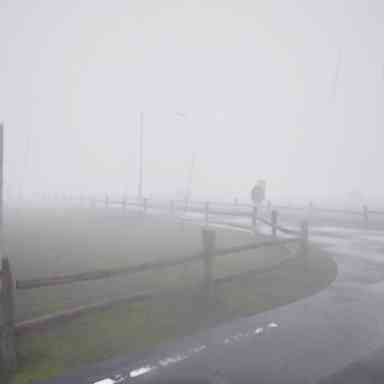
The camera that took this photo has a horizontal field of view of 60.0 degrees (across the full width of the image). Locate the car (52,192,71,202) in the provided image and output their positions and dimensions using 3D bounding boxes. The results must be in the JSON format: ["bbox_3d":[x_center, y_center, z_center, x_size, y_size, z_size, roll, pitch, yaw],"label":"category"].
[{"bbox_3d":[-20.806,0.756,52.808,2.033,1.411,5.357,1,0,-36],"label":"car"}]
